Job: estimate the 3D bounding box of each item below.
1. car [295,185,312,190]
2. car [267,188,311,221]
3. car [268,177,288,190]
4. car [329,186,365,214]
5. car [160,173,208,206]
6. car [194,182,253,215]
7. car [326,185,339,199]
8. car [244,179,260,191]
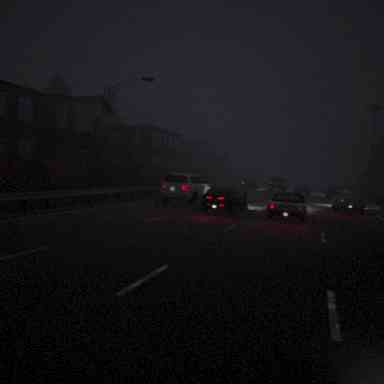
[{"bbox_3d":[13.373,-0.236,40.013,1.895,1.301,4.718,4,4,20],"label":"car"},{"bbox_3d":[5.370,0.703,18.336,1.895,1.301,4.718,4,4,20],"label":"car"},{"bbox_3d":[11.861,-1.062,45.923,2.150,2.045,5.566,4,4,20],"label":"car"},{"bbox_3d":[10.883,0.603,23.262,1.812,1.442,4.674,4,4,20],"label":"car"},{"bbox_3d":[-0.276,-0.262,23.135,2.150,2.045,5.566,4,4,20],"label":"car"},{"bbox_3d":[2.000,0.377,19.273,1.837,1.490,4.892,4,4,20],"label":"car"},{"bbox_3d":[15.591,0.019,35.993,2.128,1.511,4.902,4,4,20],"label":"car"},{"bbox_3d":[8.219,-0.993,46.196,2.128,1.511,4.902,4,4,20],"label":"car"}]
